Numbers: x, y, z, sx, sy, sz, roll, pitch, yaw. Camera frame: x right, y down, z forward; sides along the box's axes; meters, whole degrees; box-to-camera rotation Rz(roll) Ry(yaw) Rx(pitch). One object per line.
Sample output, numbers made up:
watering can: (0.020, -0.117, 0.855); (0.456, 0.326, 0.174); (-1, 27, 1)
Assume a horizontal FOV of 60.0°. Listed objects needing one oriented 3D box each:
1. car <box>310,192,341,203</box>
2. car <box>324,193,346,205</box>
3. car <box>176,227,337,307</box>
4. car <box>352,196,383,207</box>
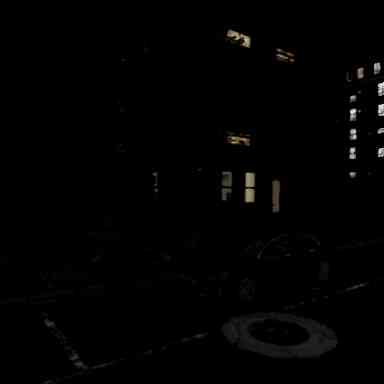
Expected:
car: (21.455, 0.880, 53.552); (1.967, 1.590, 4.097); (2, 0, -36)
car: (18.054, 1.028, 43.975); (1.887, 1.381, 4.507); (2, 0, -36)
car: (1.676, 1.546, 7.895); (4.403, 1.369, 2.008); (0, 1, -35)
car: (21.333, 1.135, 39.336); (1.887, 1.381, 4.507); (2, 0, -36)
